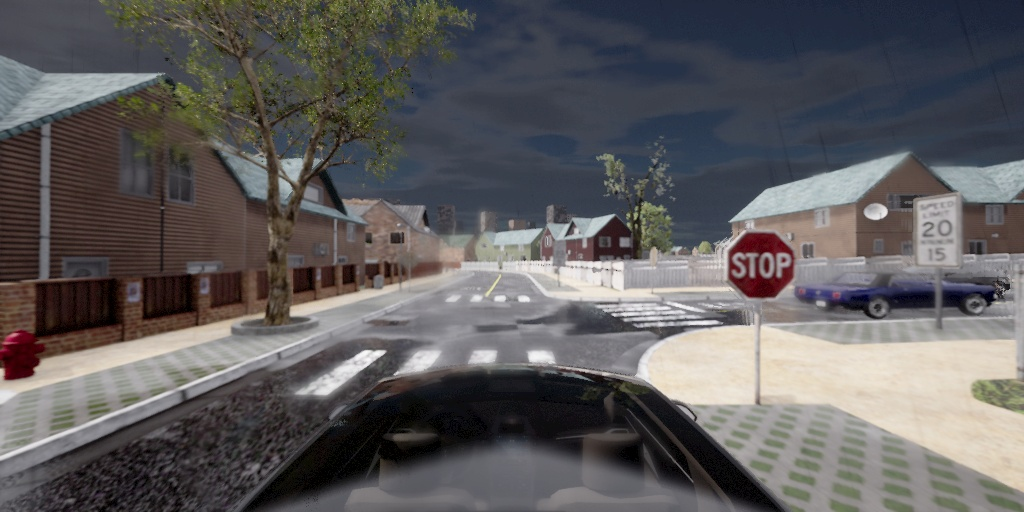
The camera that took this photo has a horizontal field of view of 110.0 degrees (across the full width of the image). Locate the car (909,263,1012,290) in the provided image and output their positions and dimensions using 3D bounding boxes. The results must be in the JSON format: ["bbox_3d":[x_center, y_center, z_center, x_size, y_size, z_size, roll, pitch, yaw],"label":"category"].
[{"bbox_3d":[16.635,0.962,14.107,4.674,1.442,1.812,-1,-1,-2],"label":"car"}]

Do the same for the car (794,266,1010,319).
[{"bbox_3d":[11.702,1.127,11.089,4.718,1.301,1.895,-1,-1,-2],"label":"car"}]
